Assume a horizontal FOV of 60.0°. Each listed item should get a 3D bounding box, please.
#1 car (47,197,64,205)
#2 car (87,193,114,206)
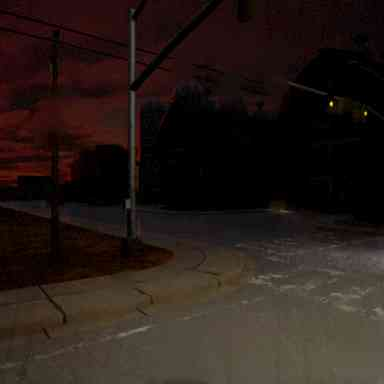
[{"bbox_3d":[-23.339,1.537,56.662,1.994,1.385,4.181,0,0,-36],"label":"car"},{"bbox_3d":[-13.807,1.118,50.592,3.866,1.878,1.905,-2,5,11],"label":"car"}]
